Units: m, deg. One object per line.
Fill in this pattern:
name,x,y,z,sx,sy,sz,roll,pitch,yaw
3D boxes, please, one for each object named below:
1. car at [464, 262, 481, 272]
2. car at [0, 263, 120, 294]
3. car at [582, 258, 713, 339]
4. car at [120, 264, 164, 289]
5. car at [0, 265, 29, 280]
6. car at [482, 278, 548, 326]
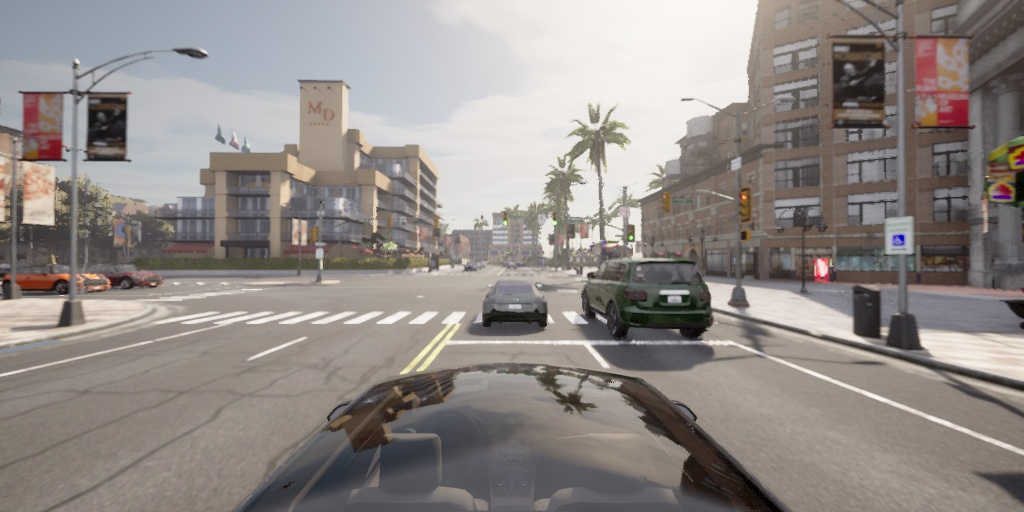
car,-7.019,1.771,61.621,2.097,1.767,4.553,0,-1,0
car,-27.112,1.324,21.475,4.553,1.767,2.097,0,-1,0
car,3.592,1.071,10.590,2.150,2.045,5.566,0,-1,0
car,-27.221,1.363,24.976,4.553,1.767,2.097,0,-1,0
car,-52.139,1.648,36.737,4.892,1.490,1.837,0,-1,21
car,0.092,1.431,12.181,1.994,1.385,4.181,0,-1,0
